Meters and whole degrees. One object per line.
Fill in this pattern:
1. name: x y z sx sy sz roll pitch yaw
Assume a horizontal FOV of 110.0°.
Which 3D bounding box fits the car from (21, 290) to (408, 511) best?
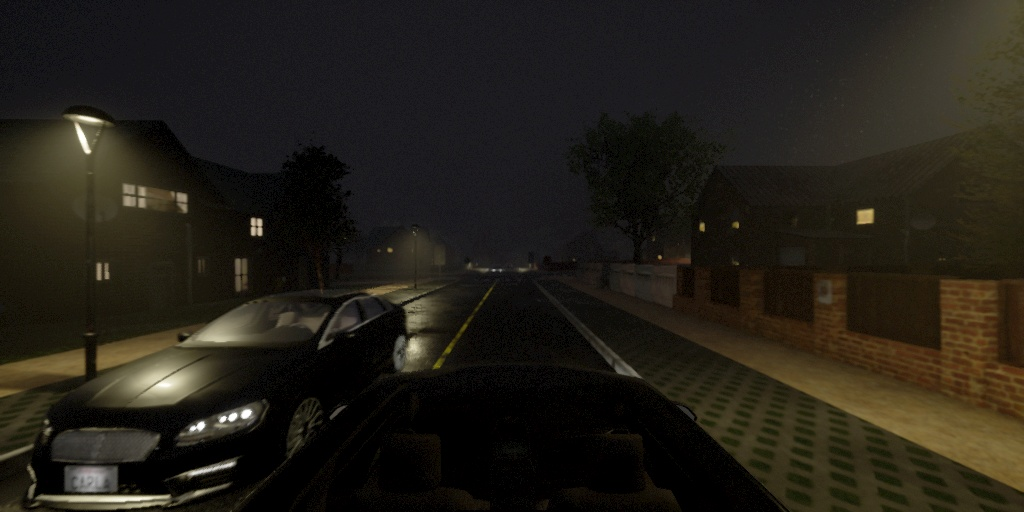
1. car: -2.850 1.265 4.879 2.128 1.511 4.902 0 0 0
